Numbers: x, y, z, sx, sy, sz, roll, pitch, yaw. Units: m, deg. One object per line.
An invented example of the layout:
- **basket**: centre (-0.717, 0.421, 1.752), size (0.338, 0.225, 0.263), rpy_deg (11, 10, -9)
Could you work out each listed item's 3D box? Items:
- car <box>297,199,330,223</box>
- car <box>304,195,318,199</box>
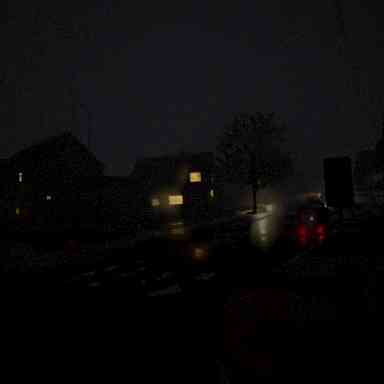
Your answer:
- **car**: centre (8.904, 1.440, 24.080), size (1.895, 1.301, 4.718), rpy_deg (-4, -1, 26)
- **car**: centre (17.559, 1.269, 49.004), size (2.128, 1.511, 4.902), rpy_deg (-4, -1, 14)
